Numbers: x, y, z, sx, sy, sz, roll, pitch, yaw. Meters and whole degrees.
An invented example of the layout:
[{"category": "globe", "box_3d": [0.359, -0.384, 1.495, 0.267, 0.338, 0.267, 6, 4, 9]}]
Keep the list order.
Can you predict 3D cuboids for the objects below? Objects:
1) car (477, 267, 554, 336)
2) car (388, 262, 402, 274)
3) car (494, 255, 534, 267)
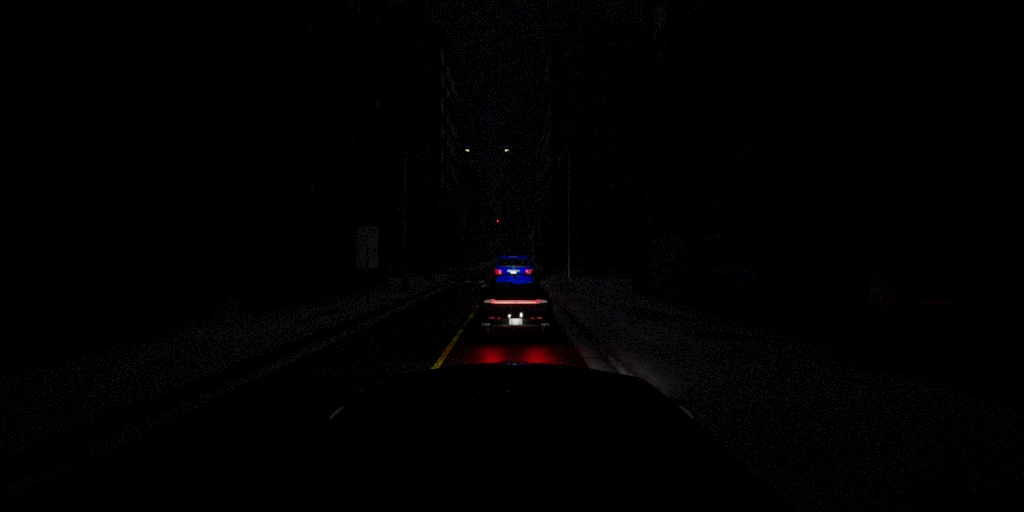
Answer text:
[{"category": "car", "box_3d": [0.098, 1.241, 10.381, 2.128, 1.511, 4.902, 0, 0, 0]}, {"category": "car", "box_3d": [-14.660, 1.288, 40.352, 4.313, 1.339, 1.948, 0, 0, 0]}, {"category": "car", "box_3d": [0.102, 0.971, 20.693, 2.150, 2.045, 5.566, 0, 0, 1]}]
